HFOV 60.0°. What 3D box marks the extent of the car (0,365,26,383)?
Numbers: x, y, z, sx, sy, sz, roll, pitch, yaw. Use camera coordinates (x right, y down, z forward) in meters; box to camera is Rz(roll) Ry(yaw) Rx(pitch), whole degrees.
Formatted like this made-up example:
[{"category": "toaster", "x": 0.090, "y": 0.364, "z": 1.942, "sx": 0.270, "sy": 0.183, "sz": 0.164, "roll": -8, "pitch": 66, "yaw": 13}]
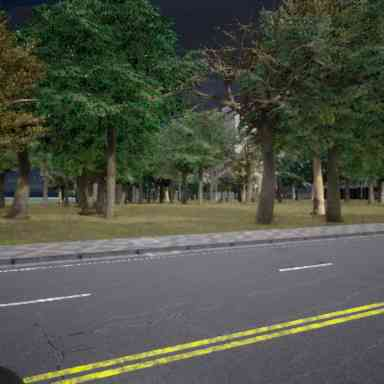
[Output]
[{"category": "car", "x": -3.300, "y": 1.504, "z": 1.296, "sx": 4.892, "sy": 1.490, "sz": 1.837, "roll": 0, "pitch": 0, "yaw": -25}]
